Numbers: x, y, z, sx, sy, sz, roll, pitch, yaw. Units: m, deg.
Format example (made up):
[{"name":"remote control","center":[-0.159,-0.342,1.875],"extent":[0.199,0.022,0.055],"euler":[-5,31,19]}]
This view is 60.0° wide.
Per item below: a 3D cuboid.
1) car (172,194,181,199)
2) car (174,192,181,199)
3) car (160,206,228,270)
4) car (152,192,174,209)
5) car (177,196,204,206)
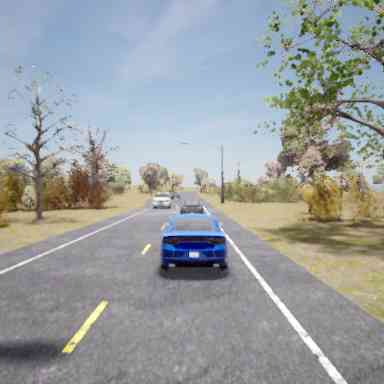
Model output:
[{"name":"car","center":[-3.867,1.107,84.115],"extent":[1.994,1.385,4.181],"euler":[0,0,0]},{"name":"car","center":[-3.711,0.864,76.846],"extent":[2.097,1.767,4.553],"euler":[0,0,-2]},{"name":"car","center":[0.059,1.443,10.977],"extent":[1.882,1.535,5.008],"euler":[0,0,0]},{"name":"car","center":[-3.823,1.074,42.934],"extent":[2.150,2.045,5.566],"euler":[0,0,-1]},{"name":"car","center":[-0.001,1.403,28.087],"extent":[2.128,1.511,4.902],"euler":[0,0,0]}]
